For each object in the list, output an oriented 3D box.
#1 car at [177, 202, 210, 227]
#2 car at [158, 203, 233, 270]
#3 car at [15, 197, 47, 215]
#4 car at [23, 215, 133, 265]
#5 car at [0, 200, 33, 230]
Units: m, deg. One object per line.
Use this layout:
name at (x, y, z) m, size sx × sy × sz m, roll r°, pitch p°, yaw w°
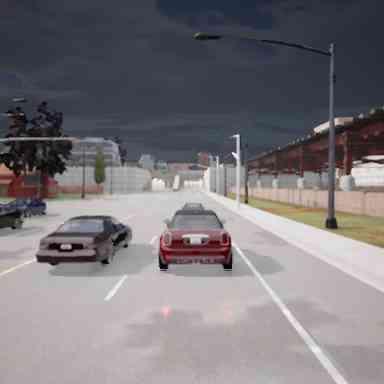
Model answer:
car at (0.098, 1.429, 22.679) m, size 1.994 × 1.385 × 4.181 m, roll 0°, pitch 1°, yaw 0°
car at (0.099, 1.315, 11.078) m, size 2.097 × 1.767 × 4.553 m, roll 0°, pitch 0°, yaw 0°
car at (-14.005, 1.222, 27.862) m, size 2.097 × 1.767 × 4.553 m, roll 0°, pitch 1°, yaw 0°
car at (-3.393, 1.506, 11.482) m, size 2.033 × 1.411 × 5.357 m, roll 0°, pitch 0°, yaw 0°
car at (-10.583, 1.402, 17.149) m, size 2.128 × 1.511 × 4.902 m, roll 0°, pitch 0°, yaw 0°
